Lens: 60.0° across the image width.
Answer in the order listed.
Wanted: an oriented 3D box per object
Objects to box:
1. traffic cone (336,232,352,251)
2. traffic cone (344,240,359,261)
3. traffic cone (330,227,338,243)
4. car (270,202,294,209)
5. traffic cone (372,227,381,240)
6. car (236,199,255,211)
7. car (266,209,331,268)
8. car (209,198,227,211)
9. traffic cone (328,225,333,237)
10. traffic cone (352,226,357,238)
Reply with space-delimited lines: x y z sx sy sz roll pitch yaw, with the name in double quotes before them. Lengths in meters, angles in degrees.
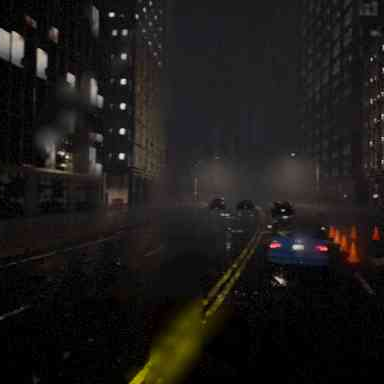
"traffic cone" 5.933 1.976 12.981 0.340 0.580 0.340 1 0 17
"traffic cone" 5.362 1.977 11.065 0.340 0.580 0.340 1 0 17
"traffic cone" 6.504 1.977 14.898 0.340 0.580 0.340 1 0 17
"car" 8.197 1.553 30.392 1.994 1.385 4.181 1 0 12
"traffic cone" 8.991 2.003 16.244 0.340 0.580 0.340 1 0 17
"car" 6.336 1.497 39.317 1.994 1.385 4.181 1 0 9
"car" 3.585 1.546 11.458 2.033 1.411 5.357 1 0 16
"car" 3.216 1.434 40.139 2.033 1.411 5.357 1 0 9
"traffic cone" 7.075 1.977 16.815 0.340 0.580 0.340 1 0 17
"traffic cone" 8.033 1.990 16.530 0.340 0.580 0.340 1 0 17
